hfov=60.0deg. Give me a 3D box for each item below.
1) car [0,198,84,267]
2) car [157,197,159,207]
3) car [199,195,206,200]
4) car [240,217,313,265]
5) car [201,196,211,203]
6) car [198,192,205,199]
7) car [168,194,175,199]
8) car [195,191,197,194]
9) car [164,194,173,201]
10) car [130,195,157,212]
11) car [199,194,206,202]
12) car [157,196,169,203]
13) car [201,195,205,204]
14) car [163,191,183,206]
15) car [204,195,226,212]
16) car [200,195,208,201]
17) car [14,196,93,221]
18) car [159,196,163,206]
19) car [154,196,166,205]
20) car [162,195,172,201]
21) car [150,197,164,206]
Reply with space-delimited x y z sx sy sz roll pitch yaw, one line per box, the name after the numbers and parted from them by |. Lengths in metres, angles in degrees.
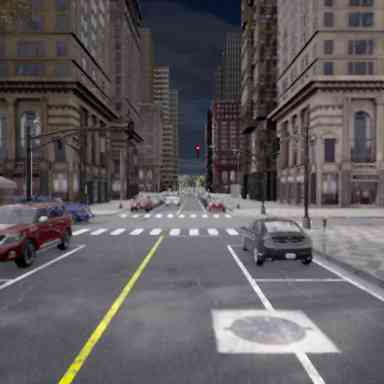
-5.775 1.313 11.485 2.192 1.841 5.009 -1 0 0 | car
-5.764 1.491 43.697 1.752 1.417 4.829 -1 0 0 | car
2.774 1.411 88.198 1.802 1.307 4.206 -1 0 0 | car
2.754 1.548 11.493 2.008 1.369 4.403 -1 0 0 | car
2.768 1.499 66.034 1.802 1.307 4.206 -1 0 0 | car
2.768 1.340 71.575 1.967 1.590 4.097 -1 0 0 | car
-5.750 1.325 93.566 1.752 1.417 4.829 -1 0 0 | car
2.773 1.114 93.736 2.192 1.841 5.009 -1 0 0 | car
-5.754 1.297 82.653 1.967 1.590 4.097 -1 0 0 | car
-5.768 1.290 38.325 2.192 1.841 5.009 -1 0 0 | car
2.766 1.497 60.493 1.947 1.339 4.313 -1 0 0 | car
-5.758 1.483 66.030 1.947 1.339 4.313 -1 0 0 | car
2.764 1.521 49.413 1.947 1.339 4.313 -1 0 0 | car
-3.051 1.171 52.759 2.150 2.045 5.566 0 0 0 | car
2.759 1.414 38.332 1.967 1.590 4.097 -1 0 0 | car
2.771 1.405 77.285 1.752 1.417 4.829 -1 0 0 | car
-9.922 1.315 23.432 5.566 2.045 2.150 0 1 0 | car
-5.762 1.481 49.237 1.752 1.417 4.829 -1 0 0 | car
-5.760 1.457 60.318 1.752 1.417 4.829 -1 0 0 | car
-5.755 1.462 77.113 1.802 1.307 4.206 -1 0 0 | car
-5.760 1.510 54.948 1.947 1.339 4.313 -1 0 0 | car
